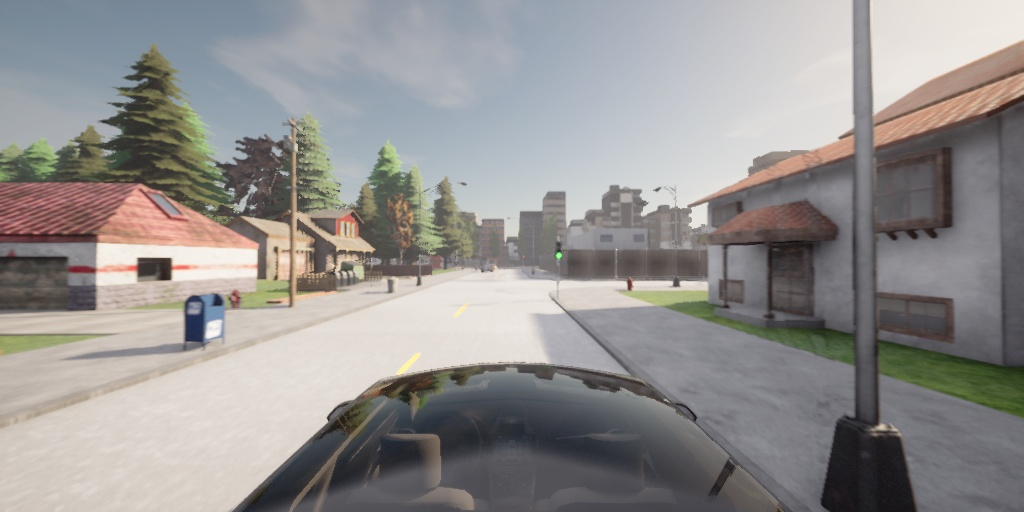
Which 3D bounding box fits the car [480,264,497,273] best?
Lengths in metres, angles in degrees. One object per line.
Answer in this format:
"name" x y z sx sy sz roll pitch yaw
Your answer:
"car" -4.027 1.982 58.286 2.128 1.511 4.902 0 -1 1
